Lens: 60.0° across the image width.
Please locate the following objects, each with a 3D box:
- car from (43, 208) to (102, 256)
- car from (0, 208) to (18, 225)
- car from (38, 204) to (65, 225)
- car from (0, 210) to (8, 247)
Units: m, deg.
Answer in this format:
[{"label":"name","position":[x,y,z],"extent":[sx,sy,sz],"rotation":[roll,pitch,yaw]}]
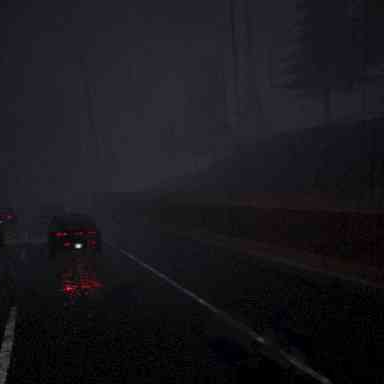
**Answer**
[{"label":"car","position":[-5.002,1.621,13.799],"extent":[1.837,1.490,4.892],"rotation":[0,0,-25]},{"label":"car","position":[-14.533,1.865,25.582],"extent":[1.895,1.301,4.718],"rotation":[0,0,-25]},{"label":"car","position":[-11.793,1.726,27.998],"extent":[1.882,1.535,5.008],"rotation":[0,0,-25]},{"label":"car","position":[-8.325,1.666,12.646],"extent":[1.812,1.442,4.674],"rotation":[0,0,-25]}]
